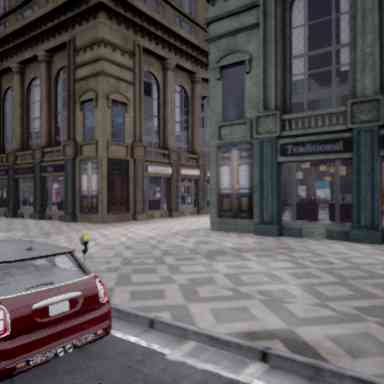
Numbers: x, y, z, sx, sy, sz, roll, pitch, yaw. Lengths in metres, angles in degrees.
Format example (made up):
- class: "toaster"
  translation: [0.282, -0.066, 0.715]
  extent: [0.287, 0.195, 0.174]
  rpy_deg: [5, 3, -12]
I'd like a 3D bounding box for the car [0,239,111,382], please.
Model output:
- class: "car"
  translation: [-3.227, 1.479, 5.257]
  extent: [4.097, 1.590, 1.967]
  rpy_deg: [0, 0, 35]
